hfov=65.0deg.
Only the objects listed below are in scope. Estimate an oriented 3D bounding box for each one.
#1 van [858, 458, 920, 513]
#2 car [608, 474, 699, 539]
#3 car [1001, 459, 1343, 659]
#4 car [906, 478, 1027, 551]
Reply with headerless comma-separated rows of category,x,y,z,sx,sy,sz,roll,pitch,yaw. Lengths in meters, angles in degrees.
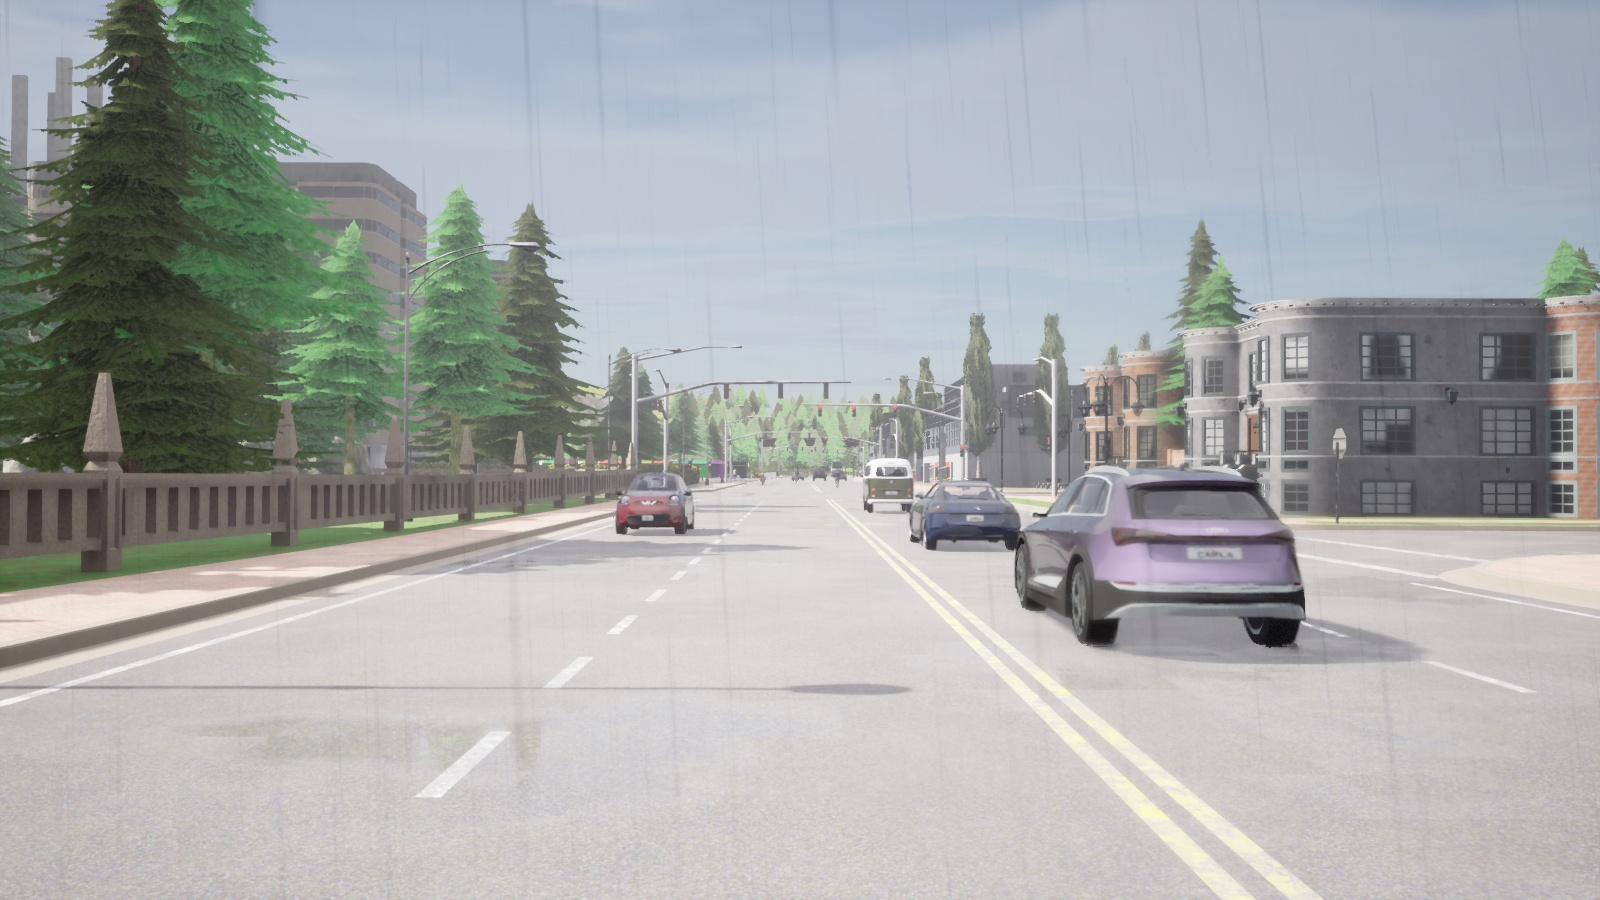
van,3.390,1.339,48.645,2.069,2.038,4.480,0,-1,0
car,-3.570,1.366,31.225,1.845,1.501,3.633,0,-1,0
car,3.471,0.946,12.843,2.033,1.649,4.856,0,-1,0
car,3.441,1.313,26.736,1.994,1.385,4.181,0,-1,0
